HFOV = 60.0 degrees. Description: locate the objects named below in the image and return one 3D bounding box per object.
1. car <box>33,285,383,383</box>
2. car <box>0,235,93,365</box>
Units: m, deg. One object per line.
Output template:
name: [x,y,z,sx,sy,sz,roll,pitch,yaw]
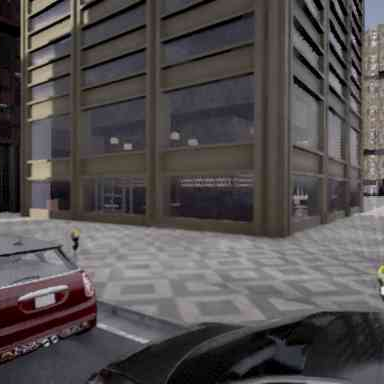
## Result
car: [1.079,1.565,2.192,4.313,1.339,1.947,0,0,35]
car: [-3.484,1.430,5.441,4.097,1.590,1.967,0,0,35]
